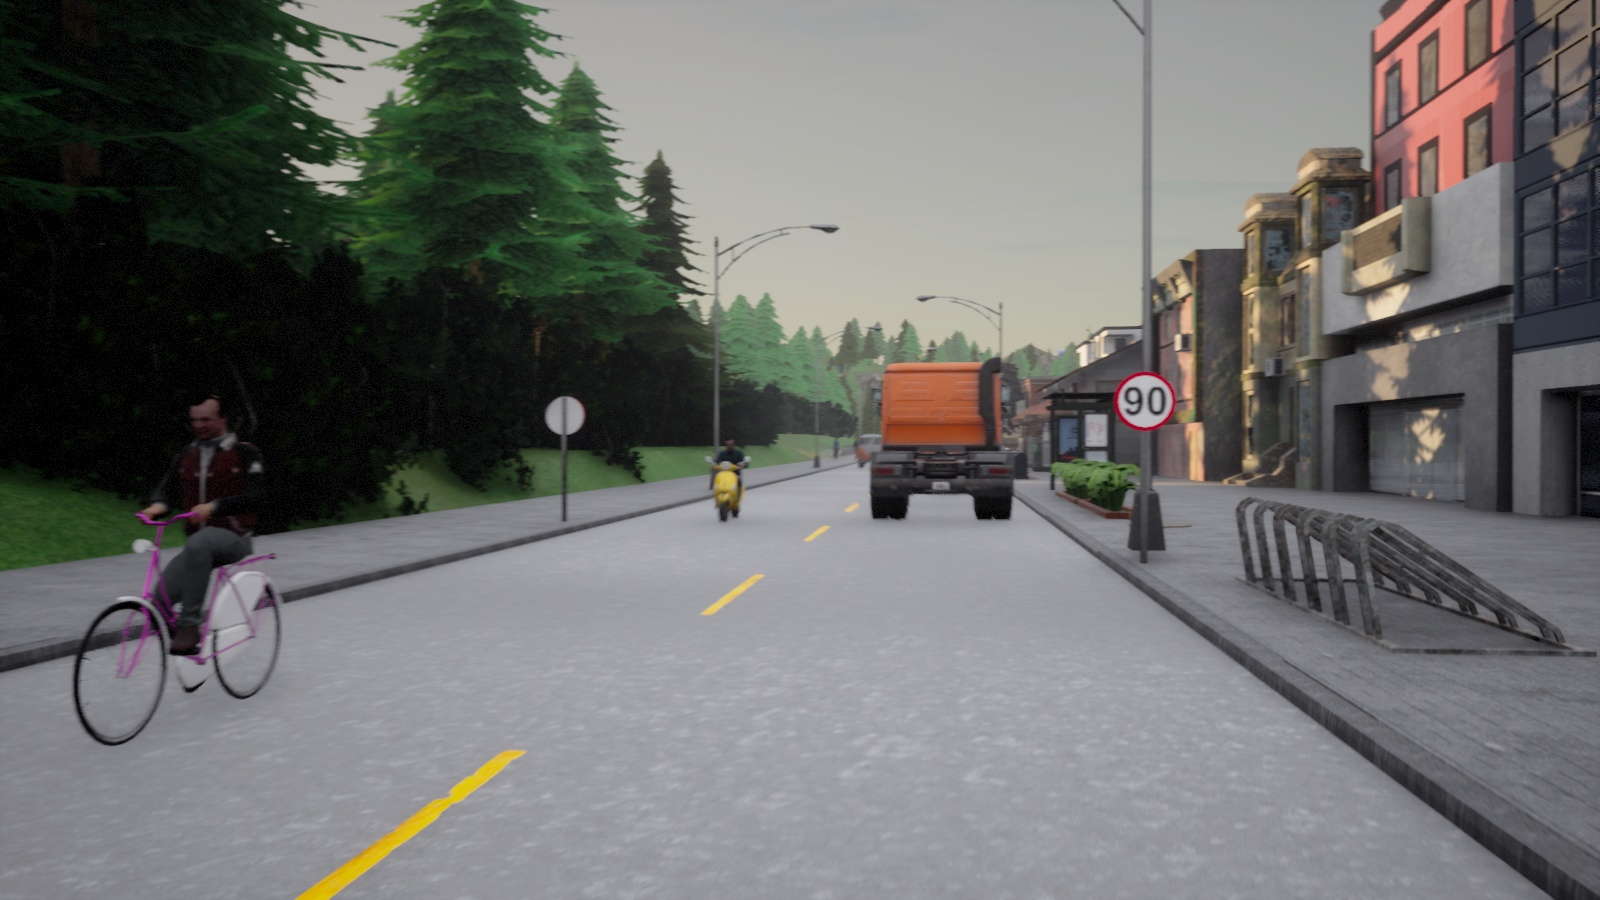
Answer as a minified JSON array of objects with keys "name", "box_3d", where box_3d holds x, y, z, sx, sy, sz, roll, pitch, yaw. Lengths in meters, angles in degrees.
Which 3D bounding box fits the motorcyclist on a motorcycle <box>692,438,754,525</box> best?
[{"name":"motorcyclist on a motorcycle","box_3d":[-1.441,0.561,23.767,0.866,1.590,1.817,0,1,6]}]

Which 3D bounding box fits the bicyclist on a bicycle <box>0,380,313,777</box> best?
[{"name":"bicyclist on a bicycle","box_3d":[-3.321,0.573,6.571,0.659,1.776,1.843,0,0,6]}]

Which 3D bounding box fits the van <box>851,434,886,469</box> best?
[{"name":"van","box_3d":[4.083,0.082,74.284,1.775,1.987,4.442,0,0,6]}]

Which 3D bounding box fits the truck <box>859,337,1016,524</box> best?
[{"name":"truck","box_3d":[2.968,-0.386,27.271,2.891,3.462,7.936,0,0,6]}]
